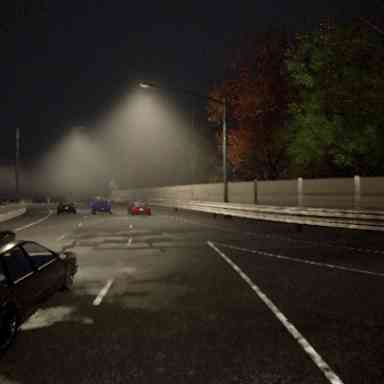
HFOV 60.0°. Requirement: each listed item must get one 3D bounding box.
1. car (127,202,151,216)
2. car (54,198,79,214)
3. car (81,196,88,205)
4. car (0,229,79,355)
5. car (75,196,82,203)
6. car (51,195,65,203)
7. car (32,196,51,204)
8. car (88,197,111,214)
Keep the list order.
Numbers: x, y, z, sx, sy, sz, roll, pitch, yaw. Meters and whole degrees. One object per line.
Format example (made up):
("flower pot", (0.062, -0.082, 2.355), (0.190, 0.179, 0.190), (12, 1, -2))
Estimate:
("car", (-5.419, 1.647, 33.644), (1.994, 1.385, 4.181), (0, 0, -17))
("car", (-14.355, 1.716, 38.142), (1.994, 1.385, 4.181), (0, 0, -21))
("car", (-18.928, 1.695, 62.716), (1.882, 1.535, 5.008), (0, 0, -29))
("car", (-3.604, 1.581, 5.976), (2.033, 1.411, 5.357), (0, 0, -4))
("car", (-22.812, 1.609, 69.881), (2.033, 1.411, 5.357), (0, 0, -25))
("car", (-27.415, 1.454, 68.094), (2.097, 1.767, 4.553), (0, 0, -41))
("car", (-30.184, 1.616, 65.951), (1.837, 1.490, 4.892), (0, 0, -41))
("car", (-10.108, 1.598, 36.806), (1.882, 1.535, 5.008), (0, 0, -20))
